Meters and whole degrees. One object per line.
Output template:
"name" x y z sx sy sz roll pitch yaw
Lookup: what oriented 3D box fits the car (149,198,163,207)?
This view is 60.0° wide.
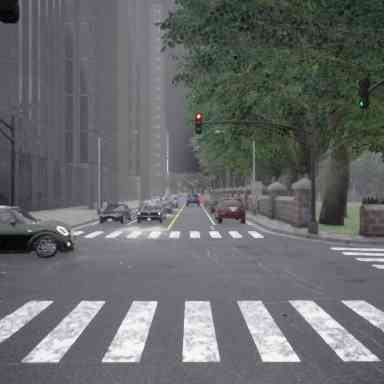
"car" -5.624 1.622 52.546 1.802 1.307 4.206 0 0 0

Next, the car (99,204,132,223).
"car" -5.696 1.576 25.261 1.947 1.339 4.313 0 0 0

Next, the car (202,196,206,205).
"car" 2.886 1.585 47.073 2.008 1.369 4.403 0 0 0

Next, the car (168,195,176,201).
"car" -5.524 1.533 90.745 1.967 1.590 4.097 0 0 0

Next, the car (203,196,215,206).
"car" 2.915 1.487 57.986 1.967 1.590 4.097 0 0 0

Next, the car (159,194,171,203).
"car" -5.581 1.374 68.917 2.192 1.841 5.009 0 0 0

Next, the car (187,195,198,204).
"car" 0.173 1.408 65.760 2.097 1.767 4.553 0 0 0

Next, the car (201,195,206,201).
"car" 2.901 1.481 52.530 1.967 1.590 4.097 0 0 0

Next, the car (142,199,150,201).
"car" -5.653 1.579 41.631 2.008 1.369 4.403 0 0 0

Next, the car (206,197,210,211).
"car" 2.858 1.588 36.160 1.947 1.339 4.313 0 0 0

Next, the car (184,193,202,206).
"car" 0.193 1.265 55.128 2.150 2.045 5.566 0 0 1

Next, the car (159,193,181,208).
"car" -2.966 1.385 46.306 2.097 1.767 4.553 0 0 0

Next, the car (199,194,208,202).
"car" 2.587 1.424 75.874 2.097 1.767 4.553 0 0 0

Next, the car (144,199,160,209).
"car" -5.639 1.616 47.089 1.802 1.307 4.206 0 0 0

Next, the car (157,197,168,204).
"car" -5.596 1.635 63.460 1.802 1.307 4.206 0 0 0

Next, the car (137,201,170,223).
"car" -3.032 1.612 25.700 1.895 1.301 4.718 0 0 0

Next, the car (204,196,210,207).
"car" 2.872 1.579 41.616 2.008 1.369 4.403 0 0 0

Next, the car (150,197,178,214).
"car" -2.999 1.569 36.068 2.033 1.411 5.357 0 0 1

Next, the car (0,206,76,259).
"car" -6.363 1.260 11.381 4.553 1.767 2.097 1 0 -16

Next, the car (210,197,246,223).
"car" 2.829 1.326 25.248 2.192 1.841 5.009 0 0 0
